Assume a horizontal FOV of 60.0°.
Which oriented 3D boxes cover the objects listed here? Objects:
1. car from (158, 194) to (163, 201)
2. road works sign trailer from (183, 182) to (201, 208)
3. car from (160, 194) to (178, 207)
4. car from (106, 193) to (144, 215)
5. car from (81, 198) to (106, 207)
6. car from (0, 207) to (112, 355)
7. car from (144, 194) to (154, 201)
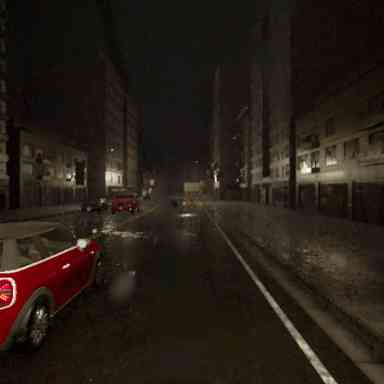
[{"bbox_3d":[-6.486,1.147,75.045,1.882,1.535,5.008,0,0,0],"label":"car"},{"bbox_3d":[0.008,0.350,45.886,2.380,3.560,2.880,0,0,0],"label":"road works sign trailer"},{"bbox_3d":[-3.142,1.441,49.090,1.994,1.385,4.181,0,0,0],"label":"car"},{"bbox_3d":[-6.589,1.136,33.492,2.150,2.045,5.566,0,0,0],"label":"car"},{"bbox_3d":[-9.835,1.408,34.084,2.128,1.511,4.902,0,0,0],"label":"car"},{"bbox_3d":[-3.149,1.336,6.226,2.097,1.767,4.553,0,0,0],"label":"car"},{"bbox_3d":[-9.736,1.209,75.046,2.033,1.411,5.357,0,0,0],"label":"car"}]
